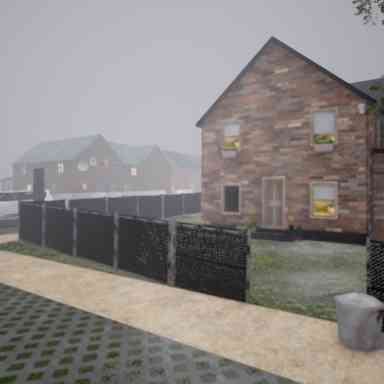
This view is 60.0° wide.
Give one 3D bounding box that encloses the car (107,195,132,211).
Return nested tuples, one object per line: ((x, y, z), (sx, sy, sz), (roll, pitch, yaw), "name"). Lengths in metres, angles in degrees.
((-6.069, 0.986, 29.864), (1.994, 1.385, 4.181), (0, 1, 33), "car")

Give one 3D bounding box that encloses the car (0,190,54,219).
((-11.648, 0.886, 21.451), (2.150, 2.045, 5.566), (0, 1, 33), "car")

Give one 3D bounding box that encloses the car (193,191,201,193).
((0.828, 0.657, 40.189), (1.812, 1.442, 4.674), (0, 1, 34), "car")
